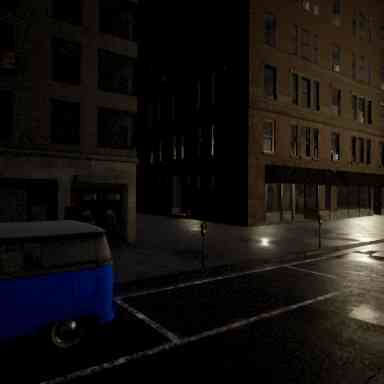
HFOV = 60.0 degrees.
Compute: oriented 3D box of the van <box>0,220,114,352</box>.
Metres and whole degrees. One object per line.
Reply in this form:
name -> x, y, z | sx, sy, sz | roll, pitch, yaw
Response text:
van -> -3.091, 1.341, 4.548 | 3.998, 1.788, 1.690 | 0, 1, -36
